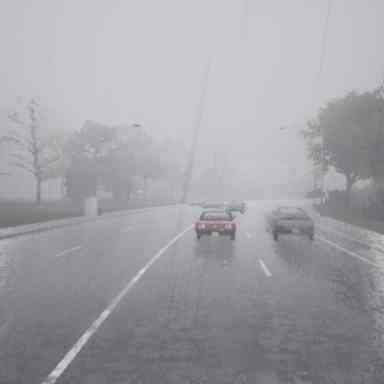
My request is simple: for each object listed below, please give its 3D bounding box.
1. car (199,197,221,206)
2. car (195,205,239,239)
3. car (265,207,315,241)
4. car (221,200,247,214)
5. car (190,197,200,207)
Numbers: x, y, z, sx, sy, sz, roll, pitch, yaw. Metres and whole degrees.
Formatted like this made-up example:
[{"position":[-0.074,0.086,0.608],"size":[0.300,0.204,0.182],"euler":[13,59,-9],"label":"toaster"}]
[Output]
[{"position":[2.696,1.530,41.436],"size":[1.994,1.385,4.181],"euler":[0,0,17],"label":"car"},{"position":[1.323,1.589,17.190],"size":[1.895,1.301,4.718],"euler":[0,0,7],"label":"car"},{"position":[4.836,1.492,16.883],"size":[2.128,1.511,4.902],"euler":[0,0,7],"label":"car"},{"position":[4.734,1.530,35.142],"size":[2.033,1.411,5.357],"euler":[0,0,14],"label":"car"},{"position":[1.309,1.496,48.690],"size":[2.033,1.411,5.357],"euler":[0,0,19],"label":"car"}]
